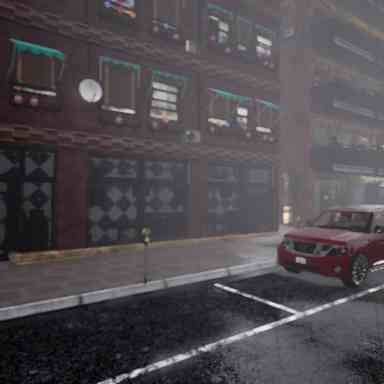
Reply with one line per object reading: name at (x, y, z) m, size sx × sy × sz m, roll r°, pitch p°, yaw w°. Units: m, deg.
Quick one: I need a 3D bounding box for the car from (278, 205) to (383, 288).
car at (4.654, 1.318, 9.449) m, size 5.009 × 1.841 × 2.192 m, roll 0°, pitch 1°, yaw -36°
